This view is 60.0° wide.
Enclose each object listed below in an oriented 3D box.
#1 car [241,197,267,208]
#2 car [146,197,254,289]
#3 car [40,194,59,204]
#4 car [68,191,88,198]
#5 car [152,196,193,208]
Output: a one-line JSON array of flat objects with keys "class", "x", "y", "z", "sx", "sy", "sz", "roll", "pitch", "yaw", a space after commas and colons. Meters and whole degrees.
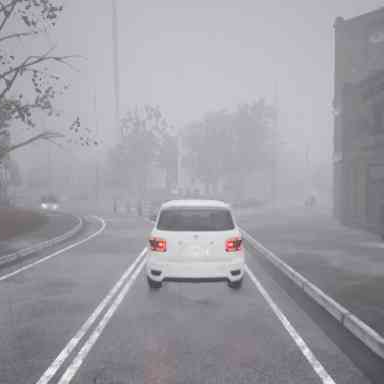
[{"class": "car", "x": 6.593, "y": 1.214, "z": 37.431, "sx": 1.895, "sy": 1.301, "sz": 4.718, "roll": 1, "pitch": 2, "yaw": 40}, {"class": "car", "x": 0.071, "y": 1.213, "z": 9.273, "sx": 2.150, "sy": 2.045, "sz": 5.566, "roll": 0, "pitch": 0, "yaw": 0}, {"class": "car", "x": -20.429, "y": 0.922, "z": 47.448, "sx": 1.994, "sy": 1.385, "sz": 4.181, "roll": -1, "pitch": 2, "yaw": -31}, {"class": "car", "x": -22.308, "y": 0.469, "z": 65.150, "sx": 1.994, "sy": 1.385, "sz": 4.181, "roll": 0, "pitch": 2, "yaw": 20}, {"class": "car", "x": -2.293, "y": 1.177, "z": 38.873, "sx": 4.718, "sy": 1.301, "sz": 1.895, "roll": 0, "pitch": 2, "yaw": -5}]
